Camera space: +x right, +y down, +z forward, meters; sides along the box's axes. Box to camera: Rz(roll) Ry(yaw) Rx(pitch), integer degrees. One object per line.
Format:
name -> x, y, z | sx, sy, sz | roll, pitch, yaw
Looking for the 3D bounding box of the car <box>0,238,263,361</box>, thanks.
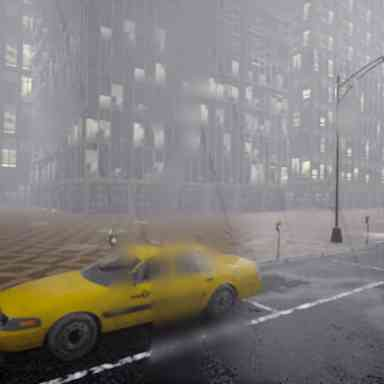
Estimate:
car -> -0.852, 1.549, 5.932 | 4.829, 1.417, 1.752 | 1, 0, -35
